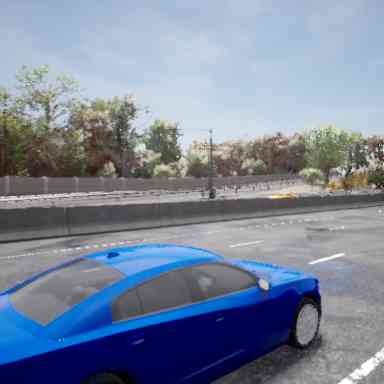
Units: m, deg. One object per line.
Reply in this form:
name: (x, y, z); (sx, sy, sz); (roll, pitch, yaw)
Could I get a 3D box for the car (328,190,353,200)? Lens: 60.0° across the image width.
car: (26.130, 0.482, 58.421); (4.553, 1.767, 2.097); (-1, 1, -40)

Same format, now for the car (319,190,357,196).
car: (19.129, 0.823, 43.501); (5.008, 1.535, 1.882); (-1, 1, -40)

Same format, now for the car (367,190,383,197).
car: (38.394, 0.309, 68.673); (5.357, 1.411, 2.033); (-1, 1, -40)

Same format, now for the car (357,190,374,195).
car: (29.575, 0.485, 56.748); (4.553, 1.767, 2.097); (-1, 1, -40)

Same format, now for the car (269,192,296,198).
car: (13.002, 0.807, 47.511); (5.008, 1.535, 1.882); (-1, 1, -40)

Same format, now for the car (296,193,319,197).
car: (16.818, 0.890, 46.126); (4.181, 1.385, 1.994); (-1, 1, -40)

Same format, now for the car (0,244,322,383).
car: (-0.238, 1.423, 4.254); (5.008, 1.535, 1.882); (-1, 1, -40)
